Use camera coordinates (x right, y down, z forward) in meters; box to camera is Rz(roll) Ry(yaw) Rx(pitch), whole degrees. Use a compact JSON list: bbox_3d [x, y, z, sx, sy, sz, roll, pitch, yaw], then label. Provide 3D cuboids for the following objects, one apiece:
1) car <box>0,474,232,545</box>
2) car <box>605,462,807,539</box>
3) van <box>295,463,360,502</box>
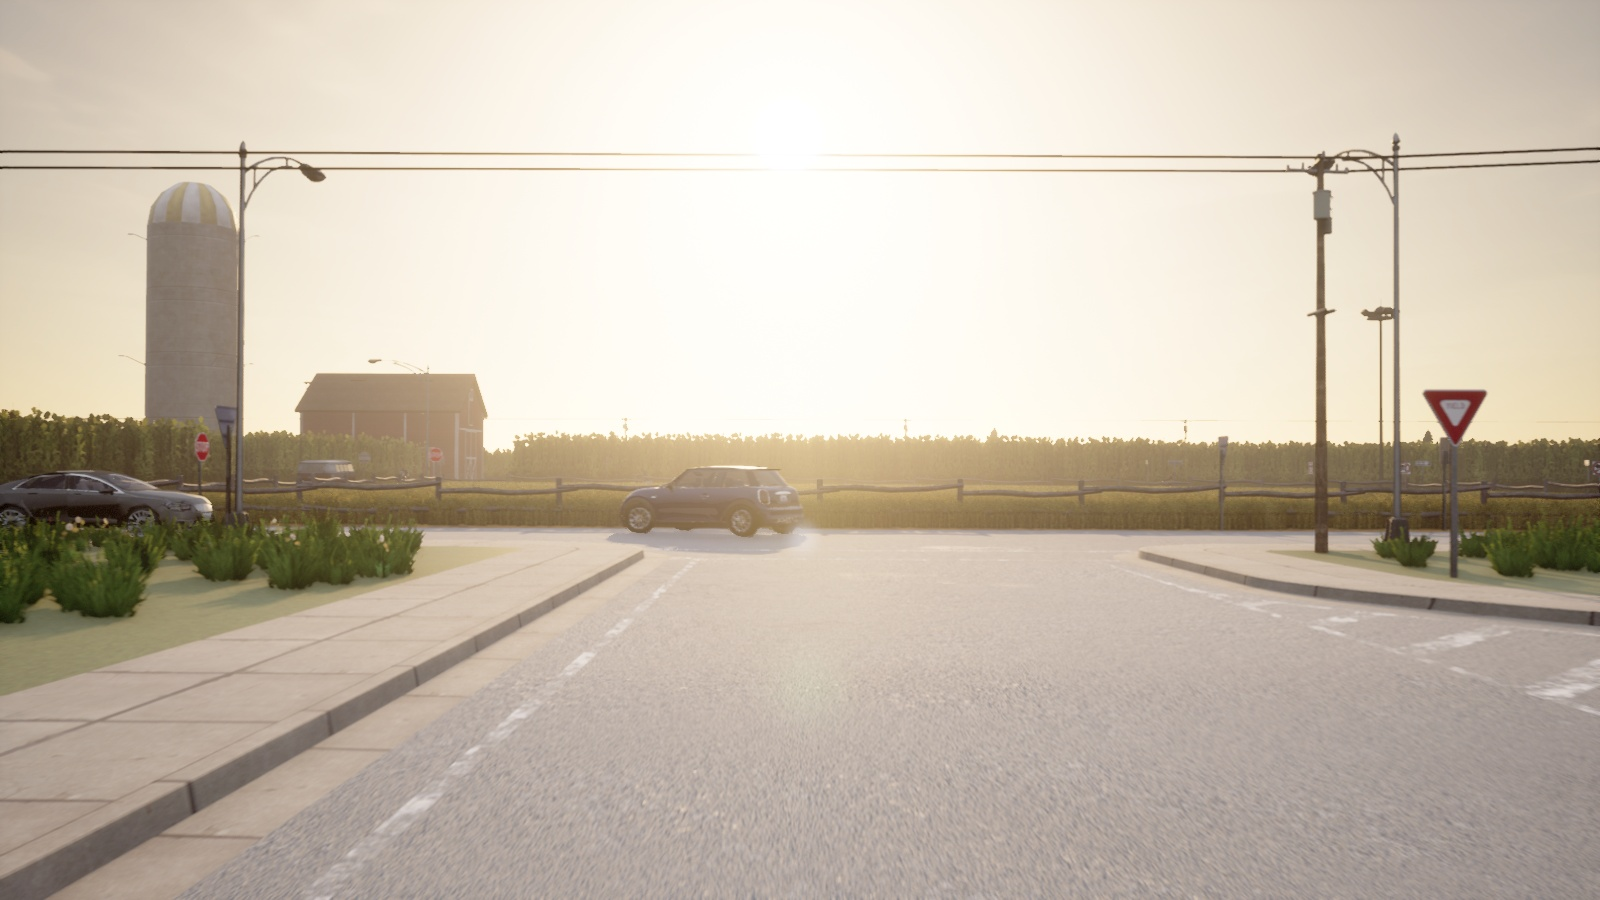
[{"bbox_3d":[-15.708,1.306,28.223,4.902,1.511,2.128,0,-1,2],"label":"car"},{"bbox_3d":[-2.327,1.200,30.923,4.553,1.767,2.097,-1,-1,29],"label":"car"},{"bbox_3d":[-25.154,1.712,67.005,1.775,1.987,4.442,0,-1,1],"label":"van"}]
